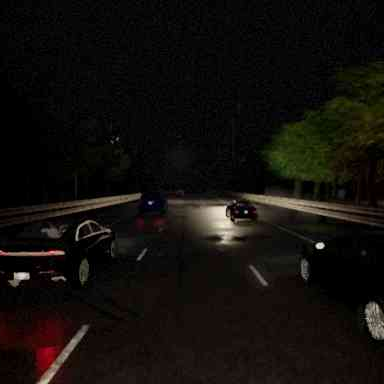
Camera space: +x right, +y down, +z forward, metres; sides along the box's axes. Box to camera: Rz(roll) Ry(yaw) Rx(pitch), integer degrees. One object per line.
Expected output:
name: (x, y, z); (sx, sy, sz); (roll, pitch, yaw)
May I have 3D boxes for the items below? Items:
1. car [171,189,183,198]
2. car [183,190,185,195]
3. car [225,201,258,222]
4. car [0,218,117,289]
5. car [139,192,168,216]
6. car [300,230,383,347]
car: (-3.471, 0.587, 72.601); (1.812, 1.442, 4.674); (0, 1, 0)
car: (-3.467, 0.353, 83.603); (2.128, 1.511, 4.902); (0, 1, 0)
car: (3.610, 1.362, 24.777); (2.033, 1.411, 5.357); (0, 1, 0)
car: (-3.395, 1.452, 9.064); (2.128, 1.511, 4.902); (0, 0, 0)
car: (-3.389, 0.970, 29.769); (2.150, 2.045, 5.566); (0, 1, 0)
car: (3.604, 1.454, 6.276); (1.882, 1.535, 5.008); (0, 0, 0)
